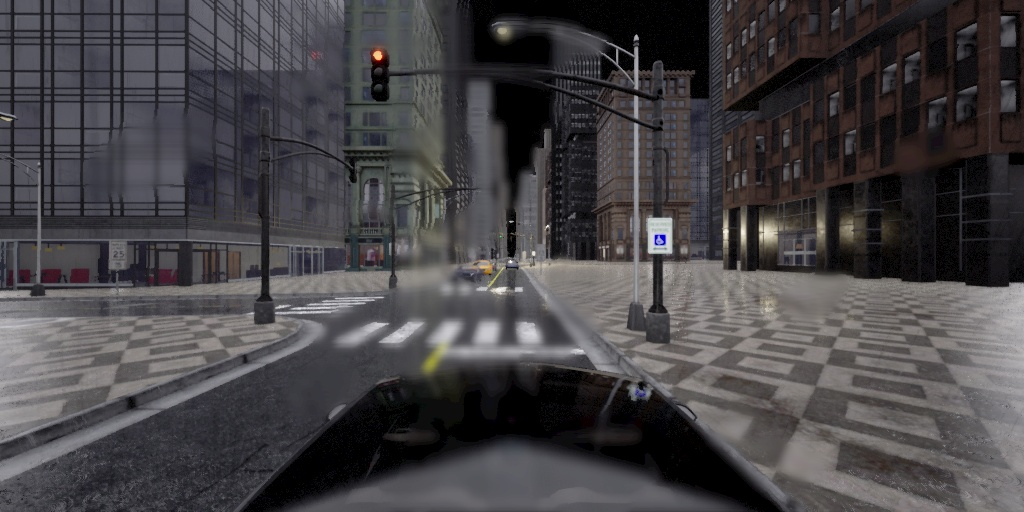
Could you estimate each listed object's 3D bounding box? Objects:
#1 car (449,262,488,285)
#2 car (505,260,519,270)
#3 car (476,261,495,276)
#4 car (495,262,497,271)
[{"bbox_3d":[-3.233,1.351,26.347,1.895,1.301,4.718,0,0,3],"label":"car"},{"bbox_3d":[0.015,1.325,53.451,1.994,1.385,4.181,0,0,0],"label":"car"},{"bbox_3d":[-3.086,1.230,37.204,1.882,1.535,5.008,0,0,0],"label":"car"},{"bbox_3d":[-3.073,1.322,48.805,1.994,1.385,4.181,0,0,0],"label":"car"}]
